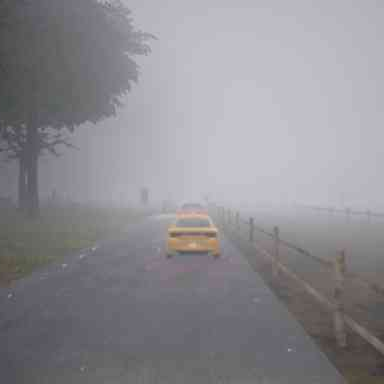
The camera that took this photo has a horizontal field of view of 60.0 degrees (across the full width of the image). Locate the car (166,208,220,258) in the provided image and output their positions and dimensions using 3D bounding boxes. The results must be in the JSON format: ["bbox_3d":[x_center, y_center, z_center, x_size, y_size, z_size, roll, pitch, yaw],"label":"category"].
[{"bbox_3d":[0.054,1.629,13.499,1.882,1.535,5.008,0,0,1],"label":"car"}]

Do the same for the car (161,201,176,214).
[{"bbox_3d":[-2.795,1.926,42.030,2.128,1.511,4.902,0,-1,1],"label":"car"}]

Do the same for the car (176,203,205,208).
[{"bbox_3d":[0.043,1.644,27.152,2.097,1.767,4.553,0,-1,1],"label":"car"}]
